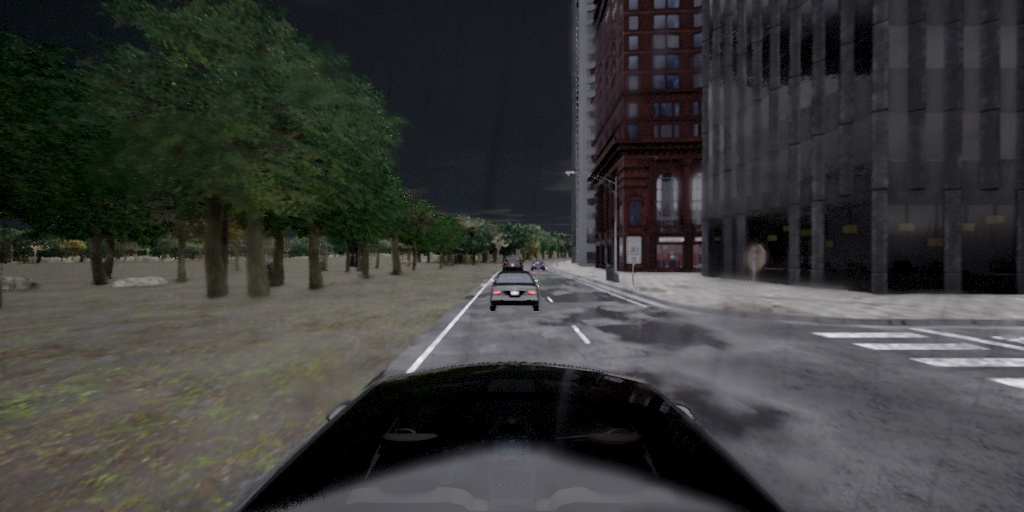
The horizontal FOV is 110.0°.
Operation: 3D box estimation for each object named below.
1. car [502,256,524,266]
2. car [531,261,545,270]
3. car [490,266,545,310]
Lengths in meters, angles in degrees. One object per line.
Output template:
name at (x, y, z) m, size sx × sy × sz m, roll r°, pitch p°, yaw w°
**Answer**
car at (0.088, 0.999, 37.925) m, size 2.150 × 2.045 × 5.566 m, roll 0°, pitch 0°, yaw 0°
car at (3.681, 1.363, 50.595) m, size 1.812 × 1.442 × 4.674 m, roll 0°, pitch 0°, yaw 3°
car at (0.099, 1.289, 14.531) m, size 2.033 × 1.411 × 5.357 m, roll 0°, pitch 0°, yaw 0°
